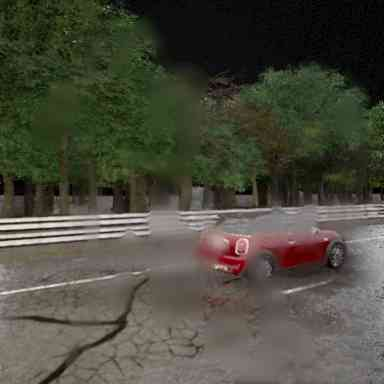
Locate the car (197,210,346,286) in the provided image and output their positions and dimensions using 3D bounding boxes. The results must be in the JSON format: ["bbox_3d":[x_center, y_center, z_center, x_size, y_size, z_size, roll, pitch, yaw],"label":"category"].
[{"bbox_3d":[2.430,1.353,9.625,4.553,1.767,2.097,0,0,-34],"label":"car"}]
